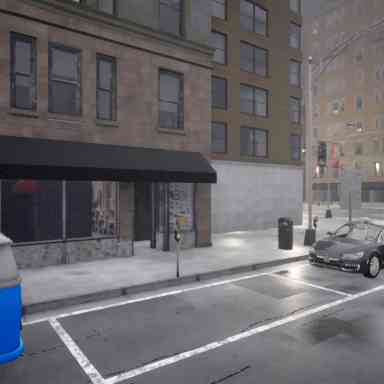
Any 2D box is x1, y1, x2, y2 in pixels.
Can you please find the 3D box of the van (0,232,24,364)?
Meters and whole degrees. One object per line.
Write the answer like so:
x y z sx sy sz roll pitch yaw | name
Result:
-3.906 1.341 3.401 3.998 1.788 1.690 0 0 -36 | van

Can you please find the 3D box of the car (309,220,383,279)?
5.304 1.550 9.990 4.403 1.369 2.008 0 0 -36 | car
